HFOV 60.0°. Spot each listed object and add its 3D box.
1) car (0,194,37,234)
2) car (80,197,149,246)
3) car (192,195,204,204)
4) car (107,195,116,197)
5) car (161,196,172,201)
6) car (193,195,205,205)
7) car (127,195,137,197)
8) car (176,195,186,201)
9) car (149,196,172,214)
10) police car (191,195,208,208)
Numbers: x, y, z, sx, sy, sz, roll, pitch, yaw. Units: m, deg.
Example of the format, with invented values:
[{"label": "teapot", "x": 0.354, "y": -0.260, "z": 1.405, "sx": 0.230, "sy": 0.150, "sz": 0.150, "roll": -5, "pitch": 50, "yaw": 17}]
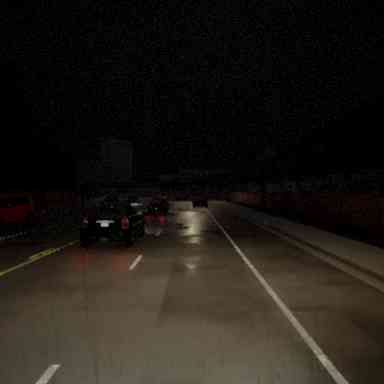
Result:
[{"label": "car", "x": -10.602, "y": 1.149, "z": 18.144, "sx": 2.150, "sy": 2.045, "sz": 5.566, "roll": 0, "pitch": 0, "yaw": 0}, {"label": "car", "x": -3.401, "y": 1.291, "z": 15.087, "sx": 2.097, "sy": 1.767, "sz": 4.553, "roll": 0, "pitch": 0, "yaw": 0}, {"label": "car", "x": 0.977, "y": 1.272, "z": 59.566, "sx": 1.837, "sy": 1.490, "sz": 4.892, "roll": 0, "pitch": 0, "yaw": -2}, {"label": "car", "x": -14.117, "y": 1.309, "z": 58.252, "sx": 2.033, "sy": 1.411, "sz": 5.357, "roll": 0, "pitch": 0, "yaw": -1}, {"label": "car", "x": -7.185, "y": 1.916, "z": 94.925, "sx": 1.895, "sy": 1.301, "sz": 4.718, "roll": 0, "pitch": -2, "yaw": -21}, {"label": "car", "x": 1.046, "y": 1.241, "z": 53.533, "sx": 1.801, "sy": 1.575, "sz": 5.366, "roll": 0, "pitch": 0, "yaw": 0}, {"label": "car", "x": -10.651, "y": 1.270, "z": 58.885, "sx": 1.837, "sy": 1.490, "sz": 4.892, "roll": 0, "pitch": 0, "yaw": -1}, {"label": "car", "x": -2.688, "y": 1.487, "z": 79.889, "sx": 1.895, "sy": 1.301, "sz": 4.718, "roll": 0, "pitch": -1, "yaw": -13}, {"label": "car", "x": -3.402, "y": 1.390, "z": 33.804, "sx": 1.812, "sy": 1.442, "sz": 4.674, "roll": 0, "pitch": 0, "yaw": 0}, {"label": "police car", "x": 1.047, "y": 1.251, "z": 43.449, "sx": 1.930, "sy": 1.638, "sz": 5.238, "roll": 0, "pitch": 0, "yaw": 0}]
